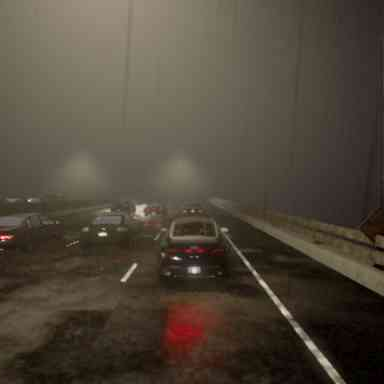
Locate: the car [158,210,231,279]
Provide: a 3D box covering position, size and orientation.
[{"bbox_3d":[0.069,1.523,10.058,1.837,1.490,4.892,0,0,0],"label":"car"}]

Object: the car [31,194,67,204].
[{"bbox_3d":[-17.588,1.285,41.838,2.150,2.045,5.566,0,0,0],"label":"car"}]

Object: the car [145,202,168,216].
[{"bbox_3d":[-3.403,1.651,32.165,1.895,1.301,4.718,0,0,0],"label":"car"}]

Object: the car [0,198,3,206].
[{"bbox_3d":[-24.583,1.569,41.571,1.837,1.490,4.892,0,0,0],"label":"car"}]

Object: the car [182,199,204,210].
[{"bbox_3d":[0.089,1.593,28.752,2.033,1.411,5.357,0,0,0],"label":"car"}]

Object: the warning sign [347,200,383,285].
[{"bbox_3d":[4.556,1.128,7.852,1.300,1.860,1.060,0,0,0],"label":"warning sign"}]

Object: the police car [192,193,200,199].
[{"bbox_3d":[1.059,1.552,82.968,1.930,1.638,5.238,0,0,0],"label":"police car"}]

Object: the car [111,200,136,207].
[{"bbox_3d":[-6.902,1.544,33.708,2.128,1.511,4.902,0,0,0],"label":"car"}]

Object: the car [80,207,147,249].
[{"bbox_3d":[-3.413,1.588,14.733,1.994,1.385,4.181,0,0,0],"label":"car"}]

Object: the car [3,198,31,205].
[{"bbox_3d":[-21.084,1.556,41.870,2.128,1.511,4.902,0,0,0],"label":"car"}]

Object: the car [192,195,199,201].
[{"bbox_3d":[1.060,1.619,92.858,1.882,1.535,5.008,0,0,0],"label":"car"}]

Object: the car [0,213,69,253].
[{"bbox_3d":[-6.915,1.569,13.759,2.033,1.411,5.357,0,0,0],"label":"car"}]
